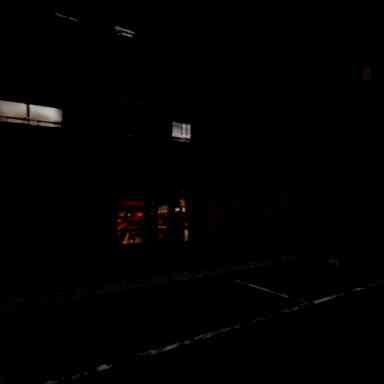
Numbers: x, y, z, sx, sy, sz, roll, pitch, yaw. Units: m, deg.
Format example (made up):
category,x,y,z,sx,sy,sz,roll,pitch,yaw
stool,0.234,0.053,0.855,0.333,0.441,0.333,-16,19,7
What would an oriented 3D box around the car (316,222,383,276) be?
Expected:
category,x,y,z,sx,sy,sz,roll,pitch,yaw
car,5.828,1.655,10.713,4.313,1.339,1.947,1,0,-35
